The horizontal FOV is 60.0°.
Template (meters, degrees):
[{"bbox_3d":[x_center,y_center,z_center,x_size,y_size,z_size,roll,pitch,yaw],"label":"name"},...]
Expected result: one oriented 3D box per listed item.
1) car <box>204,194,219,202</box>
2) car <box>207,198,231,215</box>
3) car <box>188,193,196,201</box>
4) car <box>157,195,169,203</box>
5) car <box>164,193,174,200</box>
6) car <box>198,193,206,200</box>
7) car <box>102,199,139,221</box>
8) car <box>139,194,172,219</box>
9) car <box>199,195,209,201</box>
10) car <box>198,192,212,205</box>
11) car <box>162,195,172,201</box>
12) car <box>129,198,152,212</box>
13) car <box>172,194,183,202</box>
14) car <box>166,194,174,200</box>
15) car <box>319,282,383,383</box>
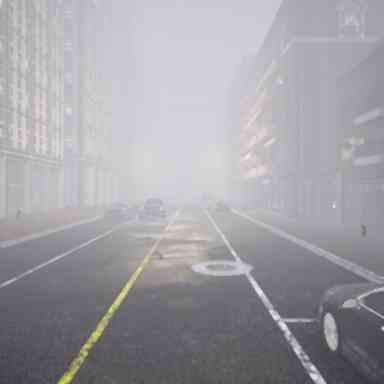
[{"bbox_3d":[2.698,1.311,37.097,1.967,1.590,4.097,0,0,0],"label":"car"},{"bbox_3d":[2.697,1.471,31.449,1.802,1.307,4.206,0,0,0],"label":"car"},{"bbox_3d":[0.014,1.214,73.141,1.895,1.301,4.718,0,0,0],"label":"car"},{"bbox_3d":[-5.677,1.350,65.341,1.947,1.339,4.313,0,0,0],"label":"car"},{"bbox_3d":[-5.674,1.178,82.287,1.967,1.590,4.097,0,0,0],"label":"car"},{"bbox_3d":[2.708,1.164,87.933,1.967,1.590,4.097,0,0,0],"label":"car"},{"bbox_3d":[-5.684,1.458,25.801,2.008,1.369,4.403,0,0,0],"label":"car"},{"bbox_3d":[-3.091,1.254,27.407,2.097,1.767,4.553,0,0,0],"label":"car"},{"bbox_3d":[2.706,1.304,76.637,2.008,1.369,4.403,0,0,0],"label":"car"},{"bbox_3d":[2.404,1.043,54.782,2.150,2.045,5.566,0,0,0],"label":"car"},{"bbox_3d":[-5.674,1.303,76.638,2.008,1.369,4.403,0,0,0],"label":"car"},{"bbox_3d":[-5.682,1.415,37.099,1.887,1.381,4.507,0,0,0],"label":"car"},{"bbox_3d":[-2.992,1.112,67.881,2.097,1.767,4.553,0,0,0],"label":"car"},{"bbox_3d":[-5.672,1.250,87.765,1.752,1.417,4.829,0,0,0],"label":"car"},{"bbox_3d":[2.692,1.539,3.205,2.008,1.369,4.403,0,0,0],"label":"car"}]
